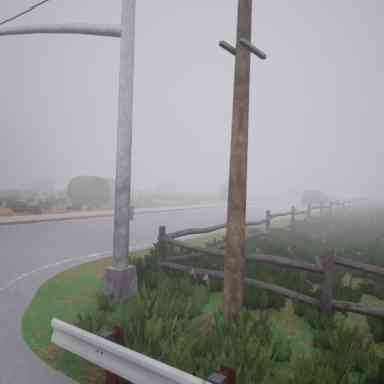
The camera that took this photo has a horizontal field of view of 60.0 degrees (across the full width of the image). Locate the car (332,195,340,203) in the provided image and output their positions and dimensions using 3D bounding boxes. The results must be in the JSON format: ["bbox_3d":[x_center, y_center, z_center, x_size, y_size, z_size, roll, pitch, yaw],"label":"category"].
[{"bbox_3d":[21.214,1.139,50.693,1.994,1.385,4.181,3,2,33],"label":"car"}]

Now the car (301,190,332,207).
[{"bbox_3d":[15.461,0.816,41.796,2.150,2.045,5.566,3,2,34],"label":"car"}]

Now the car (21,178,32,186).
[{"bbox_3d":[-39.124,-2.289,79.210,1.905,1.878,3.866,8,2,-13],"label":"car"}]
